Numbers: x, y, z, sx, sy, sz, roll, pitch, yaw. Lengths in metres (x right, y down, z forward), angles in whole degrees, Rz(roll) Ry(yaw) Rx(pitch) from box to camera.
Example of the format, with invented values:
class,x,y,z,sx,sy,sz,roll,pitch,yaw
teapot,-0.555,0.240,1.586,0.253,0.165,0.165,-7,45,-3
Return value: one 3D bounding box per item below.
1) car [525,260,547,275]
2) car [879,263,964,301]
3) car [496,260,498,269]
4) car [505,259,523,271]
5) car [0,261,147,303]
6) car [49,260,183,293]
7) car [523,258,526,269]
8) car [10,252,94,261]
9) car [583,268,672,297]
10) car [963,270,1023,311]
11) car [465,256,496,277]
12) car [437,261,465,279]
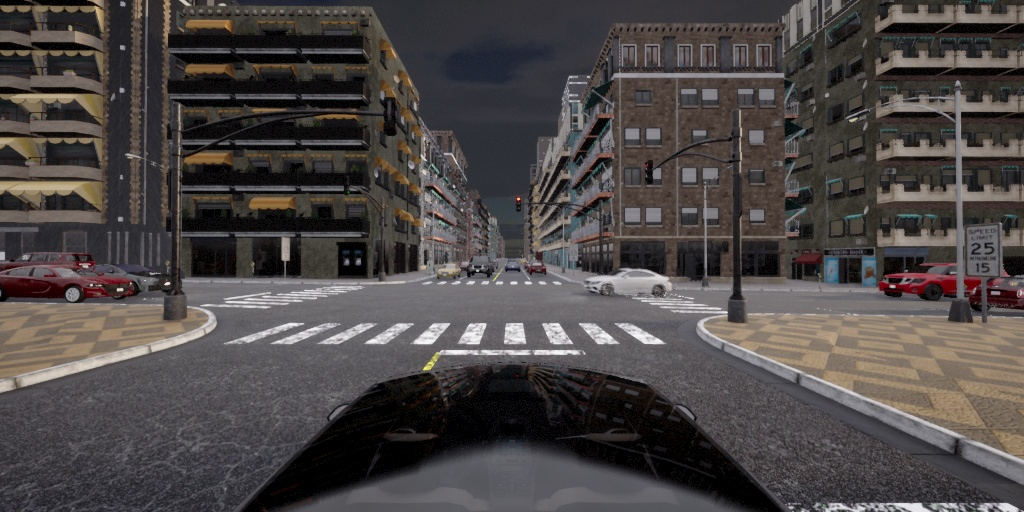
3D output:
class,x,y,z,sx,sy,sz,roll,pitch,yaw
car,2.701,1.303,38.346,1.888,1.381,4.507,0,0,0
car,23.784,1.386,19.781,5.566,2.045,2.150,1,-1,0
car,-3.086,1.265,45.286,1.837,1.490,4.892,0,0,0
car,0.115,1.325,48.263,1.994,1.385,4.181,0,0,0
car,-17.259,1.012,13.700,4.507,1.381,1.888,0,0,0
car,-17.674,1.049,16.290,4.181,1.385,1.994,1,-1,-1
car,2.703,1.200,43.870,1.967,1.591,4.097,0,0,0
car,-28.641,0.686,21.998,5.009,1.841,2.192,0,0,0
car,6.069,1.355,18.910,4.674,1.442,1.812,2,0,-11
car,20.838,1.500,14.011,4.097,1.591,1.967,0,0,0
car,-3.091,0.979,35.247,2.150,2.045,5.566,0,0,0
car,-5.681,1.282,32.669,1.751,1.417,4.829,0,0,0
